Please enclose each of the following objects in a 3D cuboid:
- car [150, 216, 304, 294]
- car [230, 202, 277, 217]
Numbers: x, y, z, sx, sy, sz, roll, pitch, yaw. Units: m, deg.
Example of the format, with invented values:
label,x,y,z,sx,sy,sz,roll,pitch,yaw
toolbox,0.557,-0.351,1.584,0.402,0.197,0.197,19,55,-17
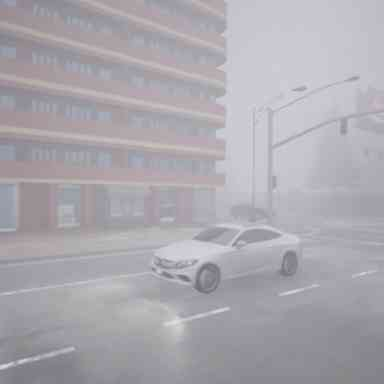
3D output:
label,x,y,z,sx,sy,sz,roll,pitch,yaw
car,1.135,1.589,9.104,4.674,1.442,1.812,1,0,-35
car,5.780,1.716,31.520,1.882,1.535,5.008,1,0,-36
